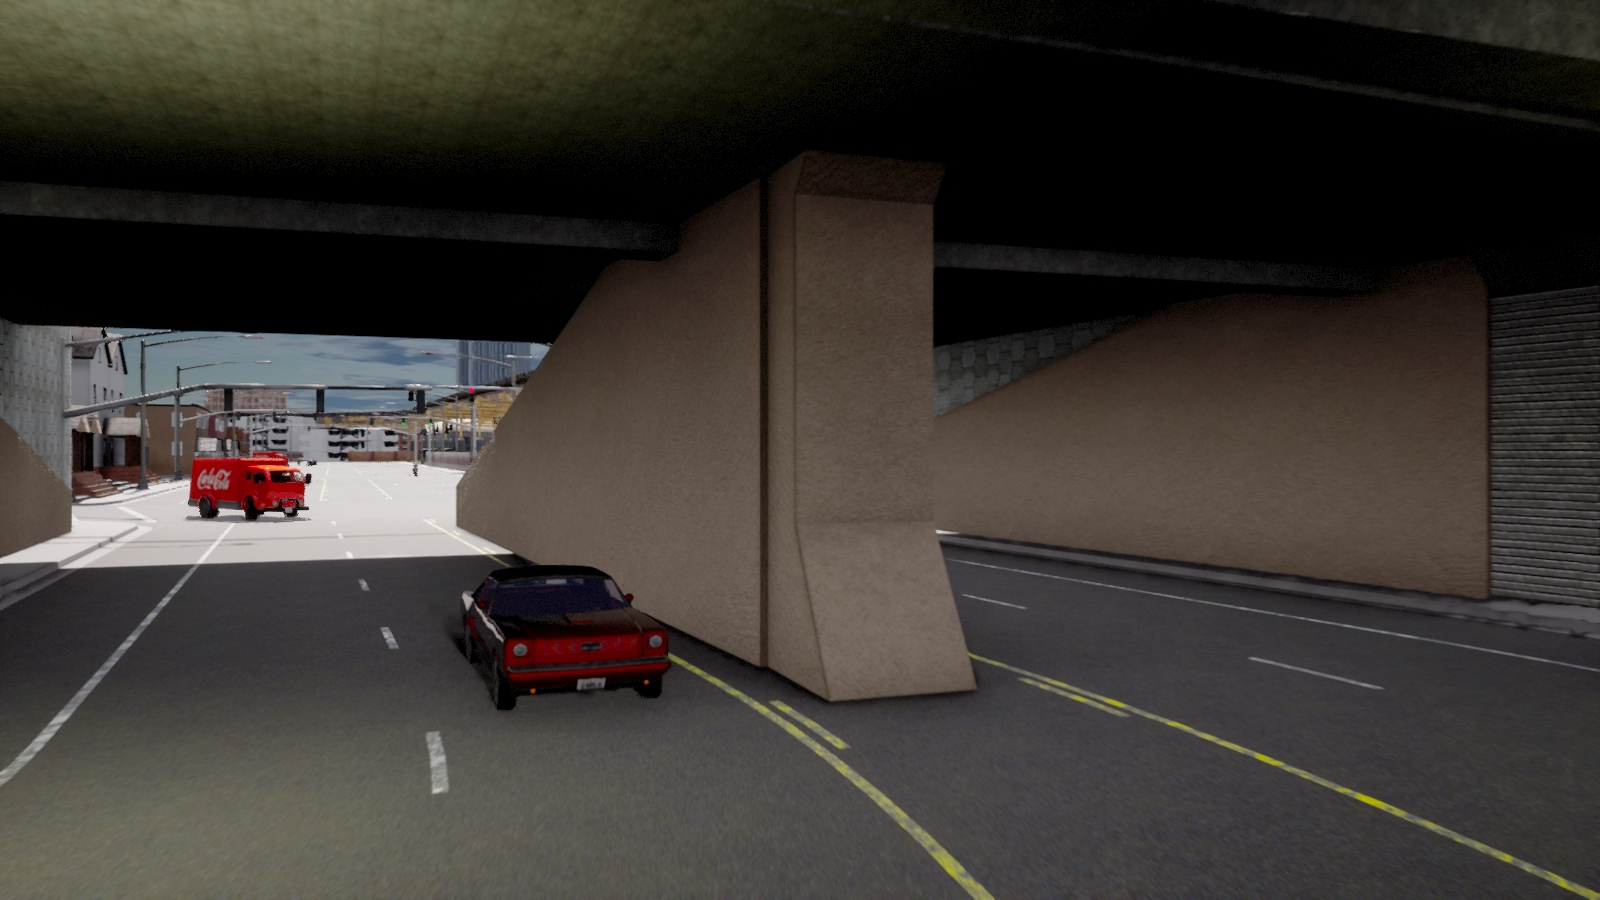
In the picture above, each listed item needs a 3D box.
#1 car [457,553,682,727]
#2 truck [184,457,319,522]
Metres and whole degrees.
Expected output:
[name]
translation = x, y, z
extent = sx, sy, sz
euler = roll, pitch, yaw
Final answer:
[car]
translation = -3.028, 2.157, 14.120
extent = 1.895, 1.301, 4.718
euler = 0, 0, -22
[truck]
translation = -22.697, 1.572, 47.217
extent = 5.204, 2.467, 2.627
euler = 0, -1, 32
